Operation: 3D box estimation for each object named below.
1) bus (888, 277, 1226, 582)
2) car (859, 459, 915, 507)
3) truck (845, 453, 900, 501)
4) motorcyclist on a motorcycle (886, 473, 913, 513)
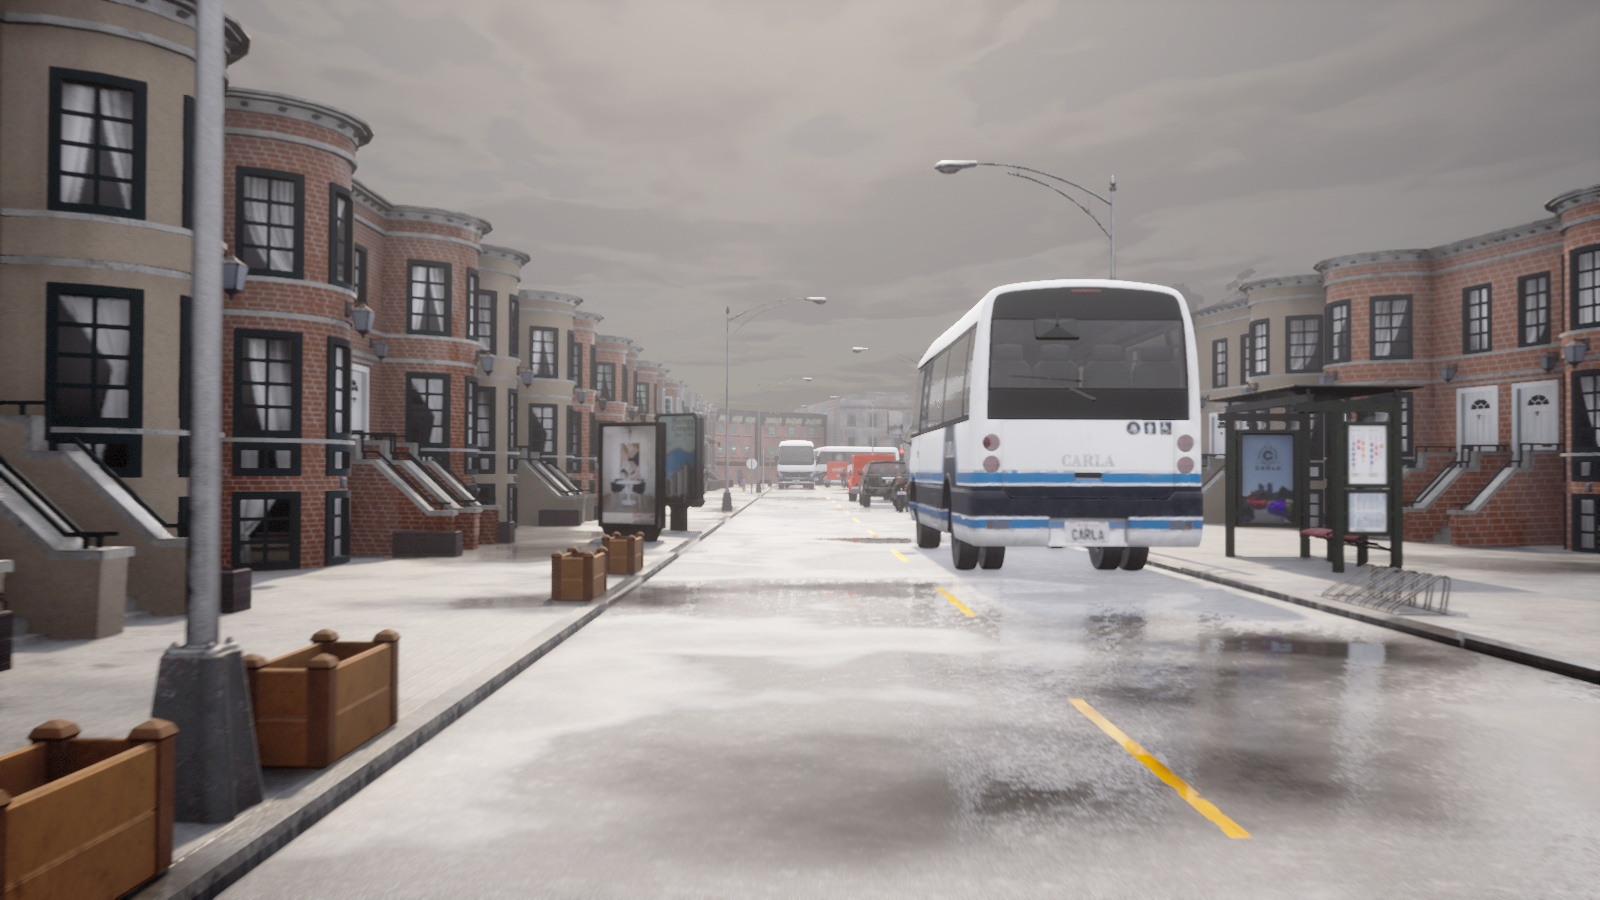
[{"bbox_3d":[3.941,-0.198,22.666,3.944,4.253,10.273,0,-1,0],"label":"bus"},{"bbox_3d":[3.864,1.472,56.956,2.150,2.045,5.566,0,-1,0],"label":"car"},{"bbox_3d":[3.836,1.435,67.070,2.627,2.467,5.204,0,-1,0],"label":"truck"},{"bbox_3d":[3.885,1.654,48.968,0.866,1.530,2.191,0,-1,0],"label":"motorcyclist on a motorcycle"}]
